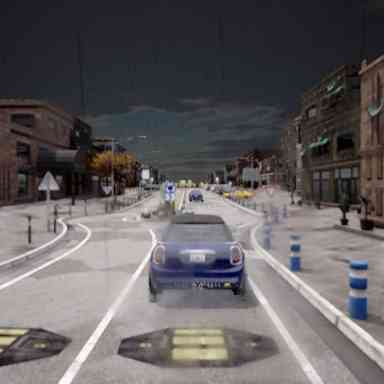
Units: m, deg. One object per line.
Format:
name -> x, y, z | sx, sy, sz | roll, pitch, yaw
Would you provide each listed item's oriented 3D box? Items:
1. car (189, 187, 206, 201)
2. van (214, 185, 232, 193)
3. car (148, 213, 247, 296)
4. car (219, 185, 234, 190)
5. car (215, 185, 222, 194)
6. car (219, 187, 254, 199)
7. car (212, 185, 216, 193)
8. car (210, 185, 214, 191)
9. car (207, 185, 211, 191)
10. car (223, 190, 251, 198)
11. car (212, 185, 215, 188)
car -> 0.598, 0.477, 53.032 | 2.097, 1.767, 4.553 | 0, 2, -1
van -> 7.801, -0.666, 84.482 | 4.442, 1.987, 1.878 | 0, 1, -1
car -> 0.138, 1.367, 8.908 | 2.097, 1.767, 4.553 | 0, 0, 1
car -> 7.961, 0.115, 62.568 | 4.553, 1.767, 2.185 | 0, 2, -1
car -> 7.983, -0.109, 65.317 | 5.566, 2.045, 2.435 | 0, 2, -1
car -> 7.884, 0.444, 57.061 | 5.366, 1.575, 1.946 | 0, 2, -1
car -> 7.806, -0.213, 76.344 | 4.892, 1.521, 2.231 | 0, 2, -1
car -> 7.728, -0.371, 81.852 | 5.008, 1.535, 2.097 | 0, 2, -1
car -> 7.578, -0.830, 90.114 | 5.566, 2.045, 2.435 | 0, 1, -1
car -> 8.034, 0.382, 59.821 | 4.674, 1.452, 2.002 | 0, 2, -1
car -> 7.731, -0.265, 79.099 | 4.792, 1.488, 2.163 | 0, 2, -1
